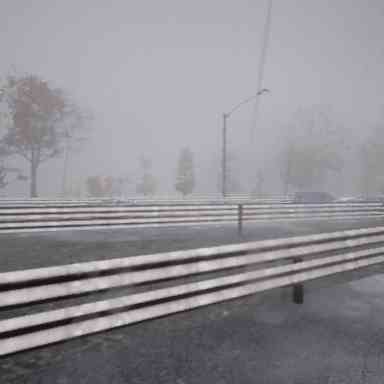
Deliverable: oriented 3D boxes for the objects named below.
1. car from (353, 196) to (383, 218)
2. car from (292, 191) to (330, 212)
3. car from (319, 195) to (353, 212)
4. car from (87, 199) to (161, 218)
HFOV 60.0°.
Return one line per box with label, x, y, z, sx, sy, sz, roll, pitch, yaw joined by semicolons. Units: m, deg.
car;15.797;1.089;26.924;4.553;1.767;2.097;0;0;-23
car;12.602;0.961;33.187;5.566;2.045;2.150;0;0;-23
car;14.215;1.265;30.042;4.674;1.442;1.812;0;0;-23
car;-4.479;1.186;21.909;4.902;1.511;2.128;0;0;-24
